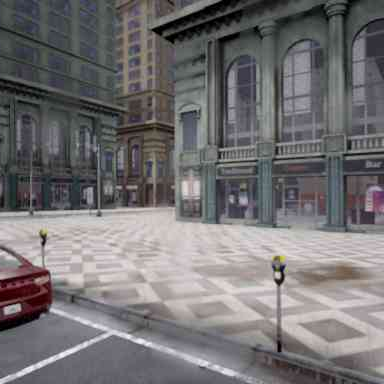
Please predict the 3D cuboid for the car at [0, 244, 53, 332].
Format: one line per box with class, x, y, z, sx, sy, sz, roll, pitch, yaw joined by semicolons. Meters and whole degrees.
car;-4.400;1.559;6.084;4.507;1.381;1.887;0;0;35
